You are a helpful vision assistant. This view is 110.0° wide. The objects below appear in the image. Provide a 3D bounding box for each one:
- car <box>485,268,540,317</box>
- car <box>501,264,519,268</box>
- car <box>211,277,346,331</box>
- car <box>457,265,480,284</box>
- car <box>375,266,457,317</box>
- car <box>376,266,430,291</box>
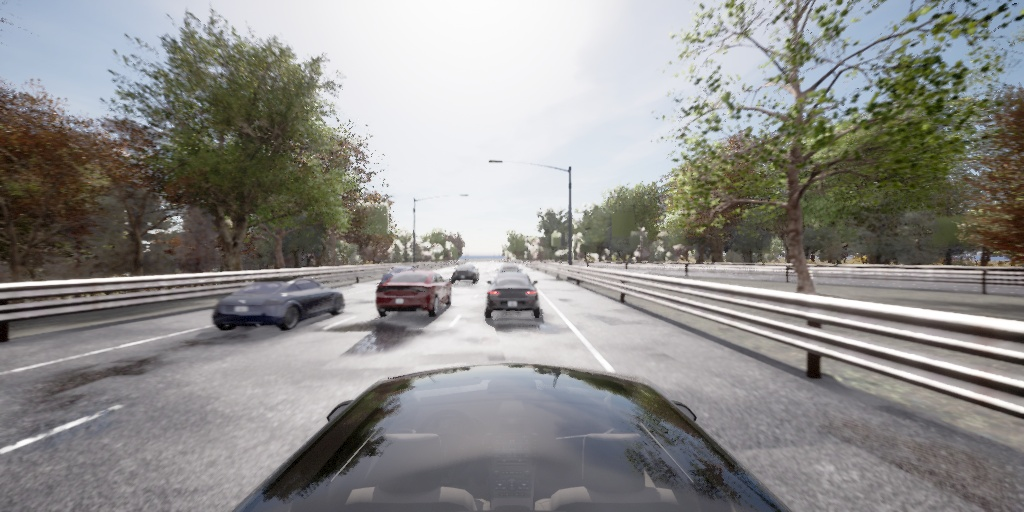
[{"bbox_3d":[0.017,1.329,13.338,1.812,1.442,4.674,0,0,0],"label":"car"},{"bbox_3d":[-0.173,1.386,28.008,1.837,1.490,4.892,0,0,-1],"label":"car"},{"bbox_3d":[-6.976,1.358,11.257,1.994,1.385,4.181,0,-1,0],"label":"car"},{"bbox_3d":[-3.684,1.412,28.887,1.812,1.442,4.674,0,0,-1],"label":"car"},{"bbox_3d":[-3.484,1.284,13.537,1.882,1.535,5.008,0,-1,0],"label":"car"},{"bbox_3d":[-7.133,1.409,24.149,2.033,1.411,5.357,0,0,0],"label":"car"}]
